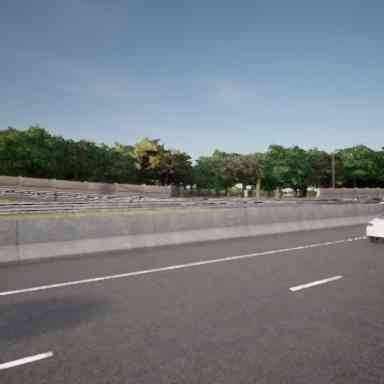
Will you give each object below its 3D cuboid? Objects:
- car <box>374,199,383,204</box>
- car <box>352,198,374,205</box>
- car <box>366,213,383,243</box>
[{"bbox_3d":[27.034,1.348,44.670,4.553,1.767,2.097,0,0,-35],"label":"car"},{"bbox_3d":[24.524,1.561,47.185,4.181,1.385,1.994,0,0,-35],"label":"car"},{"bbox_3d":[9.622,1.528,14.908,4.674,1.442,1.812,0,0,-36],"label":"car"}]
